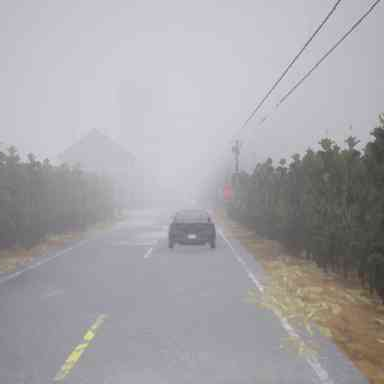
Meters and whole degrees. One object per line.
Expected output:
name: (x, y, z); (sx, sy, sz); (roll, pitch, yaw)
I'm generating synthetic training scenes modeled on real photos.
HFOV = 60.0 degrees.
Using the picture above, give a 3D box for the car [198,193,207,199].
car: (2.848, 1.183, 94.004); (2.097, 1.767, 4.553); (0, 0, -4)

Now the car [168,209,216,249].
car: (0.000, 1.482, 14.650); (1.882, 1.535, 5.008); (0, 0, 0)

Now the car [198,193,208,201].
car: (2.931, 1.421, 80.565); (2.128, 1.511, 4.902); (0, 0, 1)

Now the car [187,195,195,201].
car: (-0.188, 1.517, 84.667); (2.128, 1.511, 4.902); (0, 0, 1)
